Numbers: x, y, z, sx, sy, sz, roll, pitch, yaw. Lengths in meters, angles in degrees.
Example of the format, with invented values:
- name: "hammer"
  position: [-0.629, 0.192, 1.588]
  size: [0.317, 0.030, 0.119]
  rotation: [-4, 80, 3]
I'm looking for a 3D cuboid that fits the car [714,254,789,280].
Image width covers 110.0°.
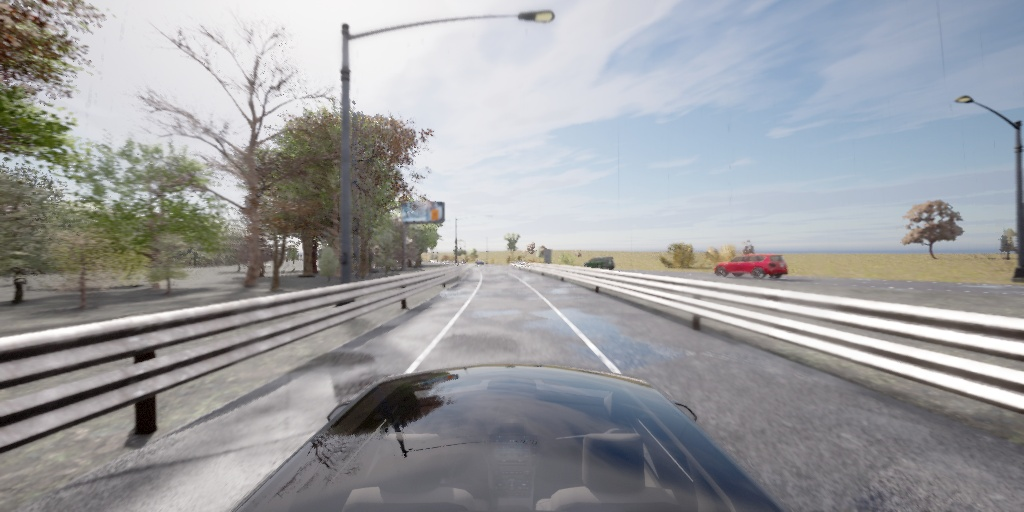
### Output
- name: "car"
  position: [20.021, 0.875, 30.286]
  size: [2.150, 2.045, 5.566]
  rotation: [0, 0, -20]

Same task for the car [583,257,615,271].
- name: "car"
  position: [12.316, 1.114, 50.895]
  size: [2.150, 2.045, 5.566]
  rotation: [0, 0, -21]
